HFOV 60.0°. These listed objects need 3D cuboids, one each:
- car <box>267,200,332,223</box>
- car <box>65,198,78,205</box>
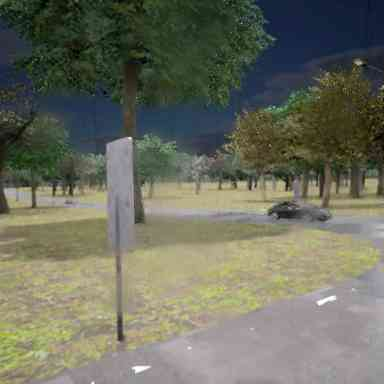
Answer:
[{"bbox_3d":[7.675,1.391,24.158,1.837,1.490,4.892,-1,0,-35],"label":"car"},{"bbox_3d":[-26.296,2.036,72.597,2.128,1.511,4.902,-1,1,-35],"label":"car"}]
